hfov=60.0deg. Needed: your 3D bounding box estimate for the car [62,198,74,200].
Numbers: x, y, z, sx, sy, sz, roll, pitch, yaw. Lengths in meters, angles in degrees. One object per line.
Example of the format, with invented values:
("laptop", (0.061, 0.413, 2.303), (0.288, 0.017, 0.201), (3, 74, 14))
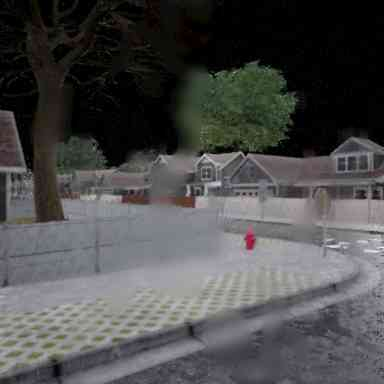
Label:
("car", (-17.804, 1.562, 47.515), (2.033, 1.411, 5.357), (0, 0, -36))
